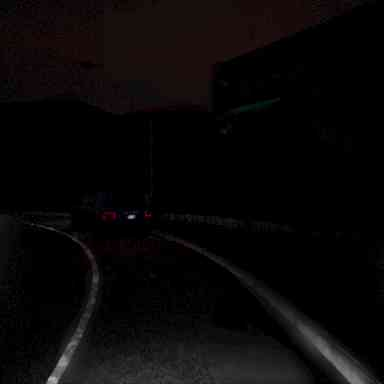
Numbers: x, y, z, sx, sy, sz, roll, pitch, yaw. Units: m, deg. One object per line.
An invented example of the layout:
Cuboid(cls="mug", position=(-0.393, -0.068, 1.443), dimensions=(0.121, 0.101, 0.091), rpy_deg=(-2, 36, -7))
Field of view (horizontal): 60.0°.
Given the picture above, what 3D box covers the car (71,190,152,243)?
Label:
Cuboid(cls="car", position=(-3.745, 0.941, 14.795), dimensions=(2.150, 2.045, 5.566), rpy_deg=(-1, 3, -33))
